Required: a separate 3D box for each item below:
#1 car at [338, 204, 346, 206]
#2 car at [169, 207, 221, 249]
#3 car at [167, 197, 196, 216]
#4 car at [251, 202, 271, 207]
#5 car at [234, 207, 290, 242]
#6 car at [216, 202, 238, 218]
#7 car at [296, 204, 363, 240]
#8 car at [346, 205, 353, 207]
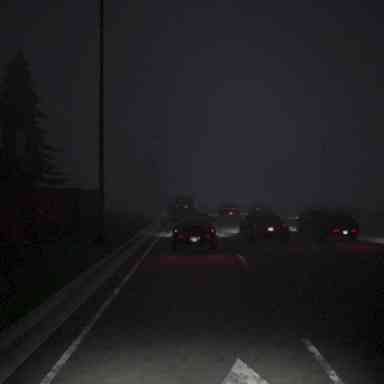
[{"bbox_3d":[10.593,1.750,28.215,2.033,1.411,5.357,0,0,0],"label":"car"},{"bbox_3d":[0.093,1.633,14.983,1.812,1.442,4.674,0,0,0],"label":"car"},{"bbox_3d":[-1.072,1.452,32.252,2.150,2.045,5.566,0,0,-11],"label":"car"},{"bbox_3d":[7.085,1.770,34.127,1.812,1.442,4.674,0,0,0],"label":"car"},{"bbox_3d":[3.595,1.688,17.169,1.994,1.385,4.181,0,0,0],"label":"car"},{"bbox_3d":[3.596,1.743,33.218,1.837,1.490,4.892,0,0,0],"label":"car"},{"bbox_3d":[7.096,1.633,17.815,1.837,1.490,4.892,0,0,0],"label":"car"},{"bbox_3d":[14.096,1.827,31.520,1.895,1.301,4.718,0,0,0],"label":"car"}]
